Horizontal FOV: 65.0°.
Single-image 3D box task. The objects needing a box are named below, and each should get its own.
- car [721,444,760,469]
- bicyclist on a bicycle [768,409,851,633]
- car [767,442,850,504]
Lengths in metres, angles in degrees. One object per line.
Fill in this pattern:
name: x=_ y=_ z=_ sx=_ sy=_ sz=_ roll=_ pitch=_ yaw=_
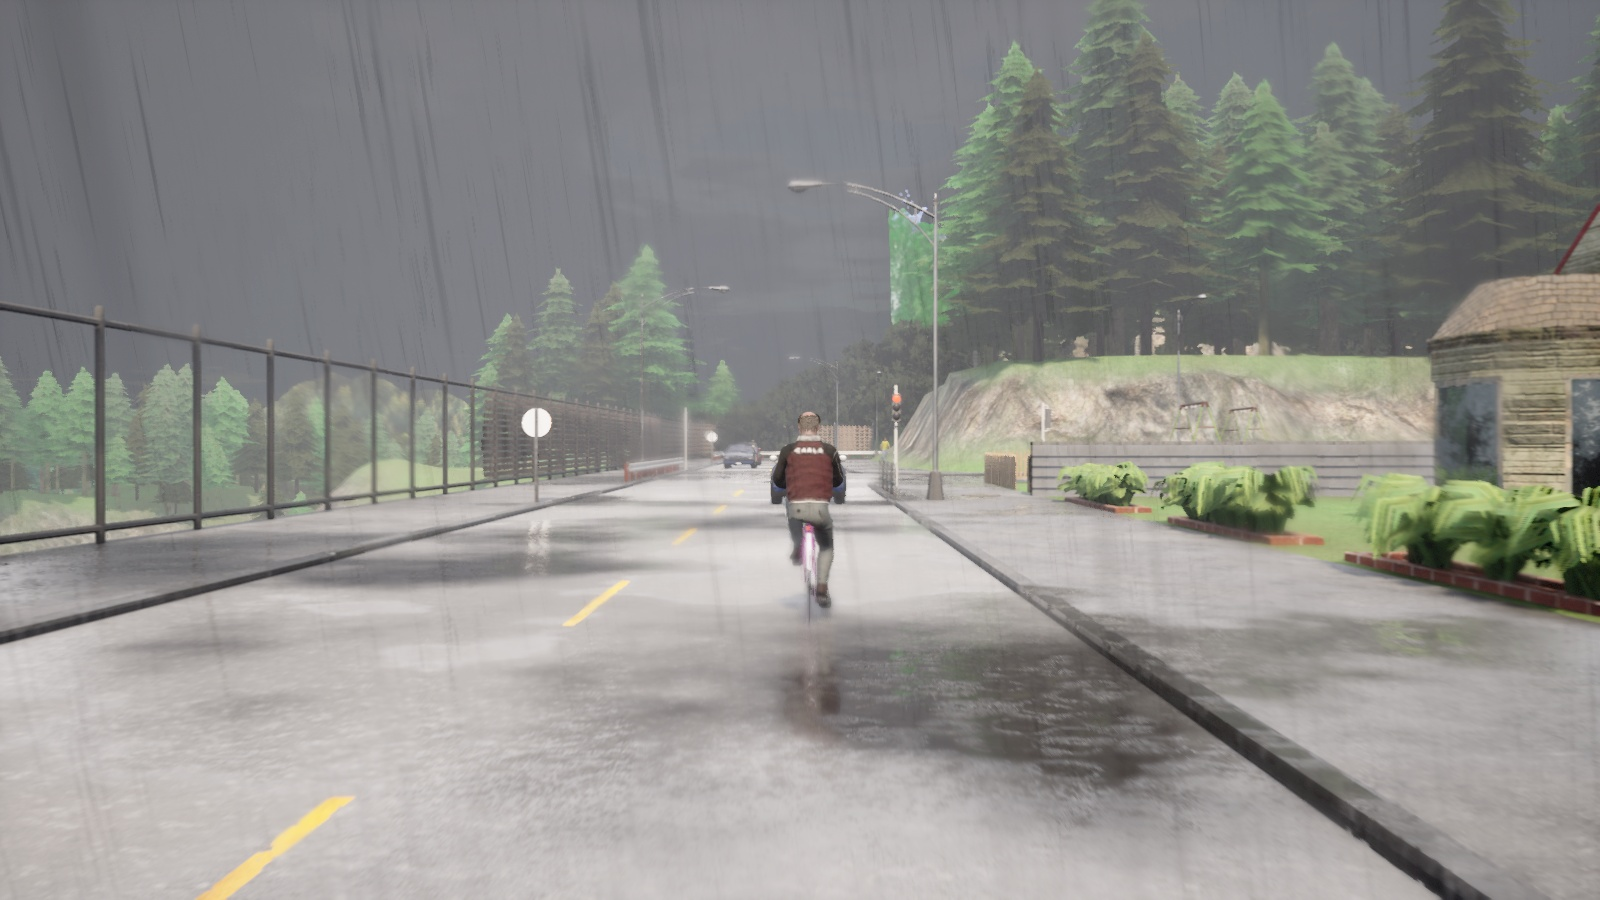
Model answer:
car: x=-3.497 y=0.370 z=74.743 sx=2.033 sy=1.411 sz=5.357 roll=0 pitch=0 yaw=0
bicyclist on a bicycle: x=0.079 y=0.556 z=10.908 sx=0.659 sy=1.776 sz=1.843 roll=0 pitch=1 yaw=0
car: x=0.207 y=0.533 z=31.706 sx=1.970 sy=1.475 sz=3.806 roll=0 pitch=0 yaw=0
